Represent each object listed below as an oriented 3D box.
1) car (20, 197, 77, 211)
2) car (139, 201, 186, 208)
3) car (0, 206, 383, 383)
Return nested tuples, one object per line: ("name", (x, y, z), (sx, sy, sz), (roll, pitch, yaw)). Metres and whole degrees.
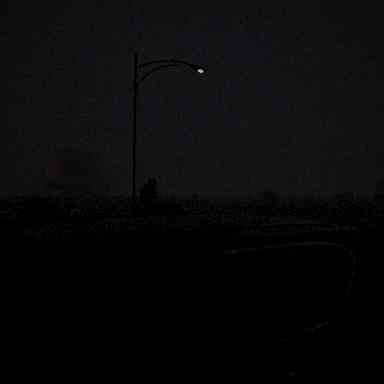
("car", (-9.856, 1.113, 22.901), (4.902, 1.511, 2.128), (1, 0, 35))
("car", (-1.037, 1.247, 16.591), (5.008, 1.535, 1.882), (1, 0, 37))
("car", (-0.959, 1.225, 2.061), (5.566, 2.045, 2.150), (0, 0, -31))
